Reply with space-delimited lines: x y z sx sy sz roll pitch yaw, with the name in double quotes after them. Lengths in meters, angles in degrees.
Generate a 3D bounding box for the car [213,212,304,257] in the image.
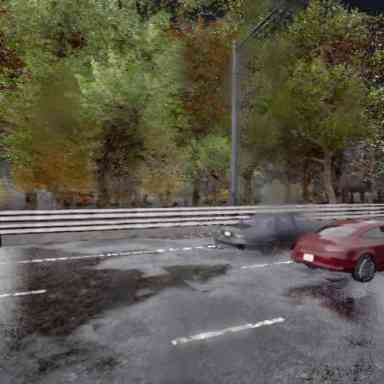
3.464 1.493 12.612 5.357 1.411 2.033 0 0 -26 "car"

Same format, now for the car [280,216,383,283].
5.015 1.505 9.472 4.674 1.442 1.812 0 1 -26 "car"
